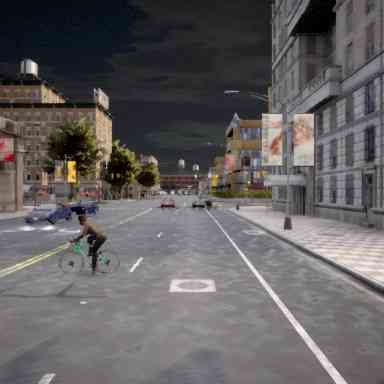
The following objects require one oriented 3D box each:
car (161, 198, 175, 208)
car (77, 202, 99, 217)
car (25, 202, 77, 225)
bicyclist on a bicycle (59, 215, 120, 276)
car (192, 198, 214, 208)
[{"bbox_3d":[-3.482,1.564,48.301,1.994,1.385,4.181,0,0,-2],"label":"car"},{"bbox_3d":[-10.488,1.601,31.960,1.895,1.301,4.718,0,0,0],"label":"car"},{"bbox_3d":[-10.419,1.525,24.519,1.812,1.442,4.674,0,0,1],"label":"car"},{"bbox_3d":[-2.790,1.454,9.001,1.656,1.620,0.582,-2,0,0],"label":"bicyclist on a bicycle"},{"bbox_3d":[1.610,1.564,47.797,1.994,1.385,4.181,0,0,24],"label":"car"}]
